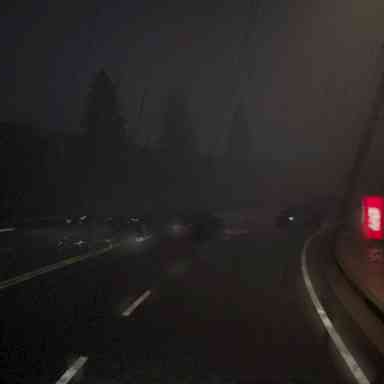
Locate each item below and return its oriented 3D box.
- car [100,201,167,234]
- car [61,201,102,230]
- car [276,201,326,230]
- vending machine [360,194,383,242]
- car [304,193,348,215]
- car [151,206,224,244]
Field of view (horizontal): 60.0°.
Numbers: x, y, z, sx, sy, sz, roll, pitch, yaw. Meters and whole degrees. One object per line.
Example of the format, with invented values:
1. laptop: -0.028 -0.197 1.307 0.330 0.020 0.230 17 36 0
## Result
1. car: -2.573 1.351 18.593 1.882 1.535 5.008 0 0 26
2. car: -5.637 1.349 20.176 1.837 1.490 4.892 0 0 26
3. car: 6.705 1.485 20.589 1.994 1.385 4.181 1 0 32
4. vending machine: 8.339 1.158 15.270 1.100 2.100 0.880 1 0 27
5. car: 13.317 1.111 33.016 5.566 2.045 2.150 0 0 -39
6. car: 0.100 1.473 15.445 1.994 1.385 4.181 0 0 22
